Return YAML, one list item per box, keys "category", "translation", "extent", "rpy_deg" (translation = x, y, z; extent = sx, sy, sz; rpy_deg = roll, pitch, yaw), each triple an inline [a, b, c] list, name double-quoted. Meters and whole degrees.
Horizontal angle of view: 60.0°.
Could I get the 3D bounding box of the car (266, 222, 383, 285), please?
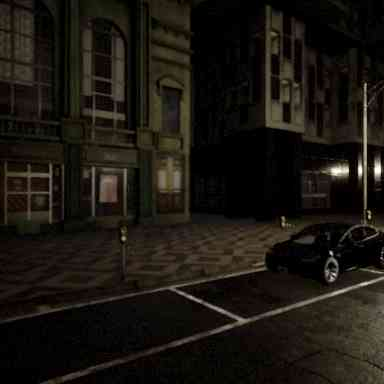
- category: "car"
  translation: [4.034, 1.556, 9.522]
  extent: [4.313, 1.339, 1.947]
  rpy_deg: [0, 0, -35]
